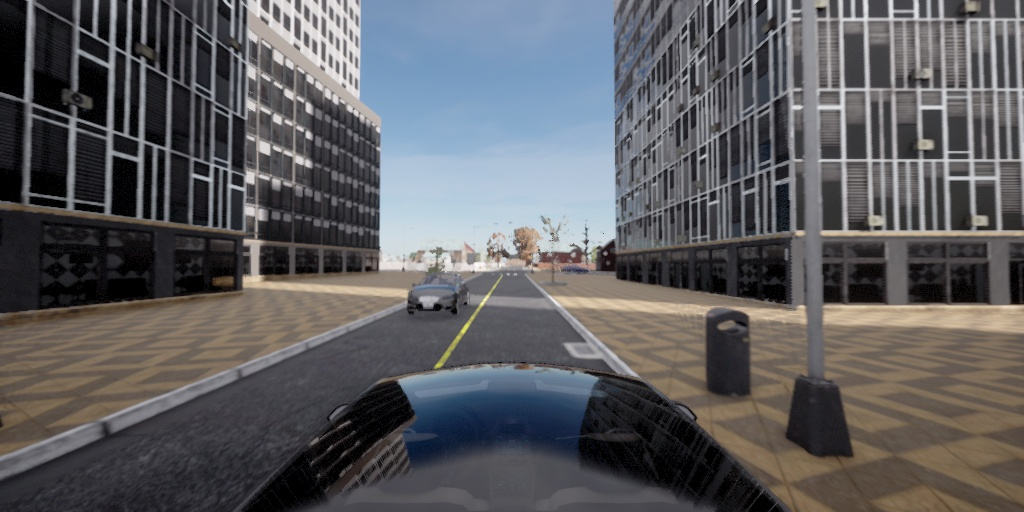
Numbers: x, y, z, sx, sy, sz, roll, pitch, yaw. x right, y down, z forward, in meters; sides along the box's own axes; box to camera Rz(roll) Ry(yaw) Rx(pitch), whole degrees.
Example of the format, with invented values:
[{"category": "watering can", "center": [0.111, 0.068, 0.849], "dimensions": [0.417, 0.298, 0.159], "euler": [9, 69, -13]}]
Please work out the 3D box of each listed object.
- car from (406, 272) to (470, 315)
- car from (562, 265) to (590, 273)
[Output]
[{"category": "car", "center": [-2.852, 1.435, 14.661], "dimensions": [2.128, 1.511, 4.902], "euler": [0, -1, 0]}, {"category": "car", "center": [10.899, 2.238, 60.959], "dimensions": [4.674, 1.442, 1.812], "euler": [1, -1, 8]}]
